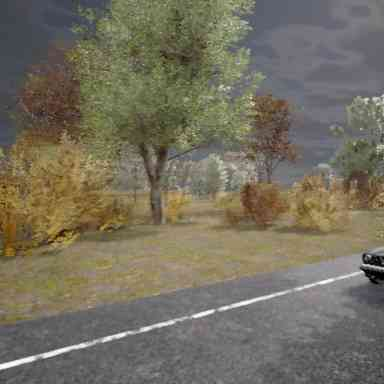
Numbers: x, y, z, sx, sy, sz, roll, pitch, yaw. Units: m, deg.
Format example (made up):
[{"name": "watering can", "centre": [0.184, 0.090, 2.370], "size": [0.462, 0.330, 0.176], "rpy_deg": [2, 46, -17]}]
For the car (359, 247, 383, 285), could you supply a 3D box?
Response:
[{"name": "car", "centre": [6.308, 1.640, 8.490], "size": [4.718, 1.301, 1.895], "rpy_deg": [0, 0, -35]}]
